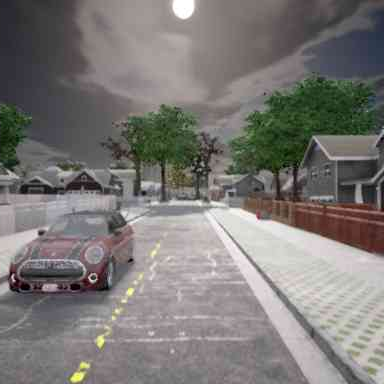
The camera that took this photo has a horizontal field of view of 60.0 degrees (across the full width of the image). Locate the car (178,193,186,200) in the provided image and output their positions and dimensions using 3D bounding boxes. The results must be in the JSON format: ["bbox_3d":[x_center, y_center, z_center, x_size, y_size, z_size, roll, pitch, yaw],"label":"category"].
[{"bbox_3d":[-2.793,1.355,94.751,2.150,2.045,5.566,0,-1,0],"label":"car"}]

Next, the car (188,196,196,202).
[{"bbox_3d":[-0.039,1.864,86.404,1.812,1.442,4.674,0,-1,0],"label":"car"}]

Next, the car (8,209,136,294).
[{"bbox_3d":[-2.855,1.323,8.916,2.097,1.767,4.553,0,0,0],"label":"car"}]
